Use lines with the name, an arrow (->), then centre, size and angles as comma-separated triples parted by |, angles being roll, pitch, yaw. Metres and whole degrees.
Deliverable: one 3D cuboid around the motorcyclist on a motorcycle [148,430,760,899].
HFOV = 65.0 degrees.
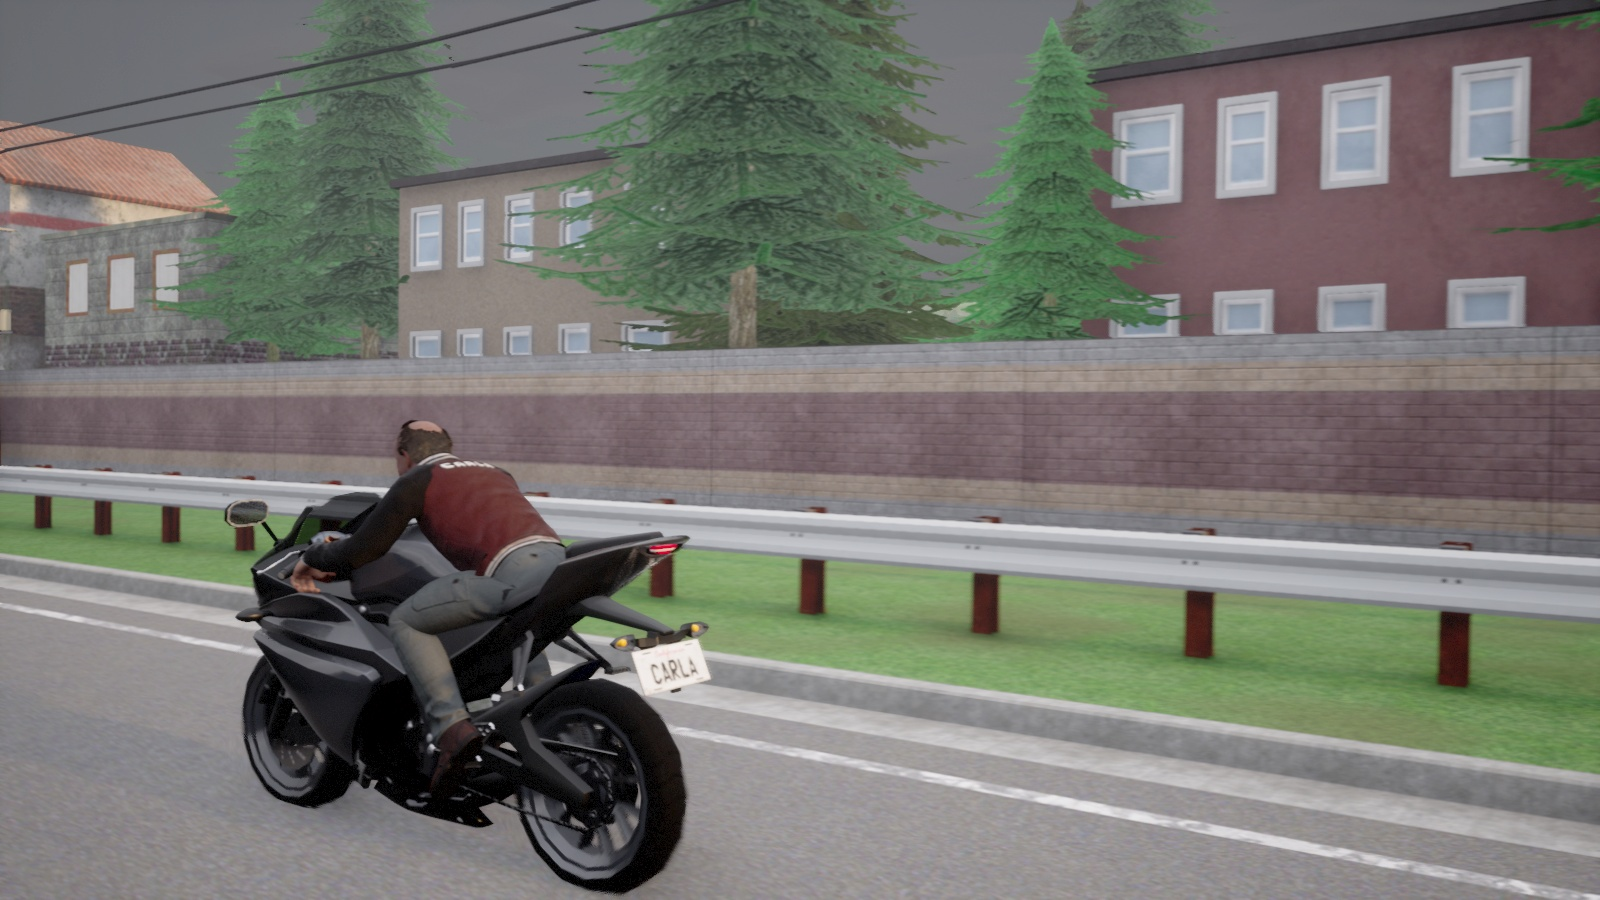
motorcyclist on a motorcycle -> -1.290, 0.697, 4.480 | 2.191, 1.530, 0.866 | 0, 1, 34
